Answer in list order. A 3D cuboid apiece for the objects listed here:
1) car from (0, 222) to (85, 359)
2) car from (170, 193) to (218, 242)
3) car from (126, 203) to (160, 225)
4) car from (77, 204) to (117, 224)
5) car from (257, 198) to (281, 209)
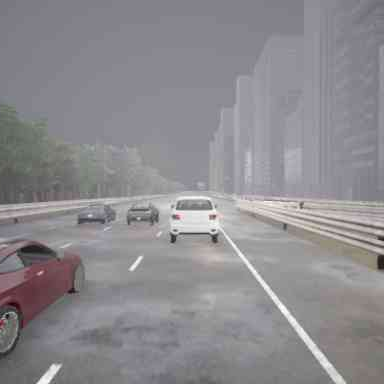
[{"bbox_3d":[-3.400,1.525,5.817,1.812,1.442,4.674,0,0,0],"label":"car"},{"bbox_3d":[0.099,1.223,16.645,2.150,2.045,5.566,0,0,0],"label":"car"},{"bbox_3d":[-3.400,1.496,23.670,2.128,1.511,4.902,0,0,0],"label":"car"},{"bbox_3d":[-6.901,1.569,24.549,1.994,1.385,4.181,0,0,0],"label":"car"},{"bbox_3d":[10.310,1.559,45.347,2.128,1.511,4.902,0,0,-14],"label":"car"}]
